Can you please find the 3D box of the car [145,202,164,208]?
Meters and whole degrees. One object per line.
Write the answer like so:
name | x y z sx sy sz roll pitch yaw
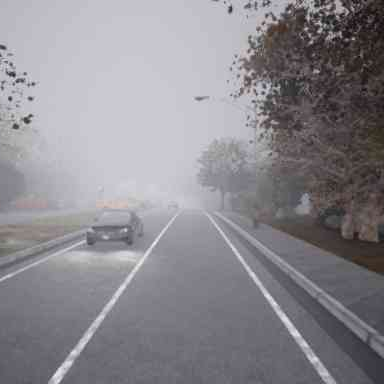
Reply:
car | -10.270 3.619 92.320 5.008 1.535 2.097 0 -3 0

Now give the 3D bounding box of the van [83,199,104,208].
van | -23.251 2.765 78.656 4.442 1.987 1.878 0 -2 0

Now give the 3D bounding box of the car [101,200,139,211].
car | -10.322 1.907 47.963 4.892 1.521 2.231 0 -2 0

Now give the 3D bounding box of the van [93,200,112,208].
van | -23.477 3.124 86.943 4.442 1.987 1.878 0 -3 0

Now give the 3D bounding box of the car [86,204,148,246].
car | -3.344 1.508 15.229 1.812 1.442 4.674 0 0 0

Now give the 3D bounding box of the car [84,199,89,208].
car | -23.376 2.489 64.681 5.008 1.535 2.097 0 -2 0

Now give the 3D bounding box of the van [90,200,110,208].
van | -23.247 2.973 84.044 4.442 1.987 1.878 0 -3 0

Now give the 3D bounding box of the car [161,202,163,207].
car | -10.315 3.104 81.254 4.792 1.488 2.163 0 -3 0

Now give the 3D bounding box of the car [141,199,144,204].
car | -10.321 1.990 50.734 5.008 1.535 2.097 0 -2 0

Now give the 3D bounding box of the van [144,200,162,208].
van | -10.164 3.106 86.787 4.442 1.987 1.878 0 -3 0

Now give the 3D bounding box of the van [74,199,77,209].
van | -23.503 2.070 59.278 4.442 1.987 1.878 0 -2 0

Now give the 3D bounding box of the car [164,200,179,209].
car | -3.279 2.240 57.522 1.837 1.490 4.892 0 -2 1

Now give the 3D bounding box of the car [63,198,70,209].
car | -23.206 2.096 53.735 5.366 1.575 1.946 0 -2 0

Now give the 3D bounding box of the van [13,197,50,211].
van | -23.514 1.694 48.085 4.442 1.987 1.878 0 -2 0

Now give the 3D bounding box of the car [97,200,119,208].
car | -23.327 3.379 92.353 5.566 2.045 2.435 0 -3 0

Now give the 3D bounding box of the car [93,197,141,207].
car | -10.134 1.827 45.195 5.366 1.575 1.946 0 -2 0

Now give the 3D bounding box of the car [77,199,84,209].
car | -23.352 2.269 62.042 4.553 1.767 2.185 0 -2 0

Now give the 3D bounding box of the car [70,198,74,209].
car | -23.382 2.197 56.501 4.892 1.521 2.231 0 -2 0

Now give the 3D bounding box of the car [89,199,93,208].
car | -23.373 2.593 67.575 5.008 1.535 2.097 0 -2 0

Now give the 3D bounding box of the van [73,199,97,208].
van | -23.490 2.566 73.120 4.442 1.987 1.878 0 -2 0

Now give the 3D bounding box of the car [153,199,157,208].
car | -10.304 2.576 67.377 5.008 1.535 2.097 0 -2 0

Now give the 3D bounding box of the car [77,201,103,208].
car | -23.186 2.888 75.882 5.366 1.575 1.946 0 -2 0

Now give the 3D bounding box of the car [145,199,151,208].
car | -10.281 1.927 56.288 5.566 2.045 2.435 0 -2 0

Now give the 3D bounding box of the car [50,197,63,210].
car | -23.422 1.755 50.976 5.566 2.045 2.435 0 -2 0

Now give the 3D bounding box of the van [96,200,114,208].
van | -23.475 3.261 89.585 4.442 1.987 1.878 0 -3 0

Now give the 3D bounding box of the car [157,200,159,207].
car | -10.264 2.805 72.923 4.792 1.488 2.163 0 -2 0
